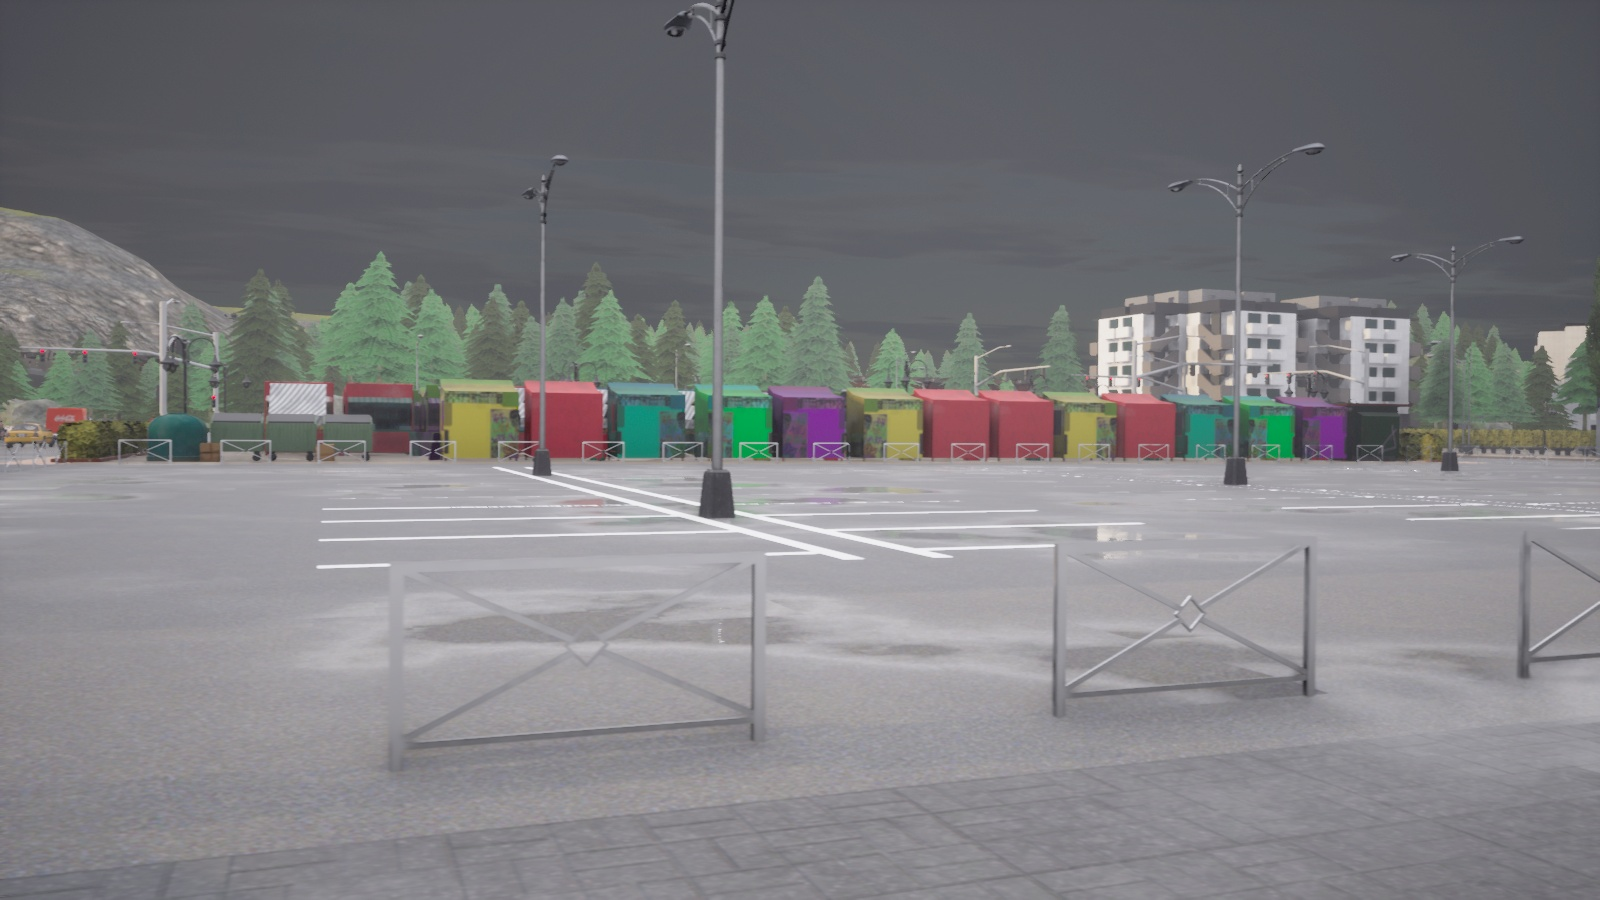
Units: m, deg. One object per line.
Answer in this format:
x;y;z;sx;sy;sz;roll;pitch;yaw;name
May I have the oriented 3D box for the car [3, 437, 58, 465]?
-45.548;0.041;74.398;1.801;1.575;5.366;-1;1;-21;car
